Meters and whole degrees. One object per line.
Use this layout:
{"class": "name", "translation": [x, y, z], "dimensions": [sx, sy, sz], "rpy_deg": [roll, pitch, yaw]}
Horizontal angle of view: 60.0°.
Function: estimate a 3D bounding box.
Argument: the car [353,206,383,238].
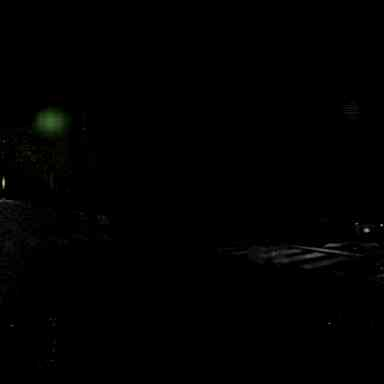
{"class": "car", "translation": [9.849, 1.441, 16.375], "dimensions": [4.902, 1.511, 2.128], "rpy_deg": [-1, -1, -35]}
